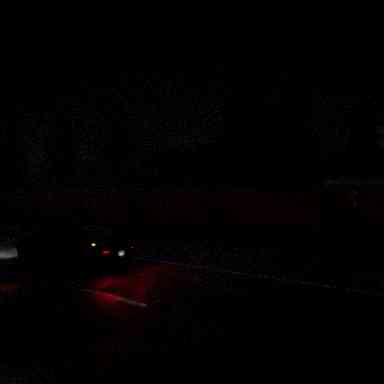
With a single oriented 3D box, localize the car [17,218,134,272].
[{"bbox_3d":[-3.943,1.616,11.104,4.674,1.442,1.812,0,0,36],"label":"car"}]
